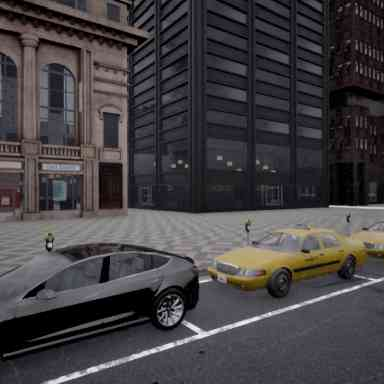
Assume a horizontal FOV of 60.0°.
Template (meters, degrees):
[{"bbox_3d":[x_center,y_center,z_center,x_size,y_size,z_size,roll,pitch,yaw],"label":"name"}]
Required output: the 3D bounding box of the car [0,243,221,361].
[{"bbox_3d":[-1.858,1.566,5.322,4.313,1.339,1.947,0,0,-35],"label":"car"}]

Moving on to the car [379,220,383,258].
[{"bbox_3d":[7.205,1.525,11.751,4.829,1.417,1.752,0,0,-35],"label":"car"}]

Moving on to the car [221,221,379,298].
[{"bbox_3d":[2.604,1.525,8.488,4.829,1.417,1.752,0,0,-35],"label":"car"}]
